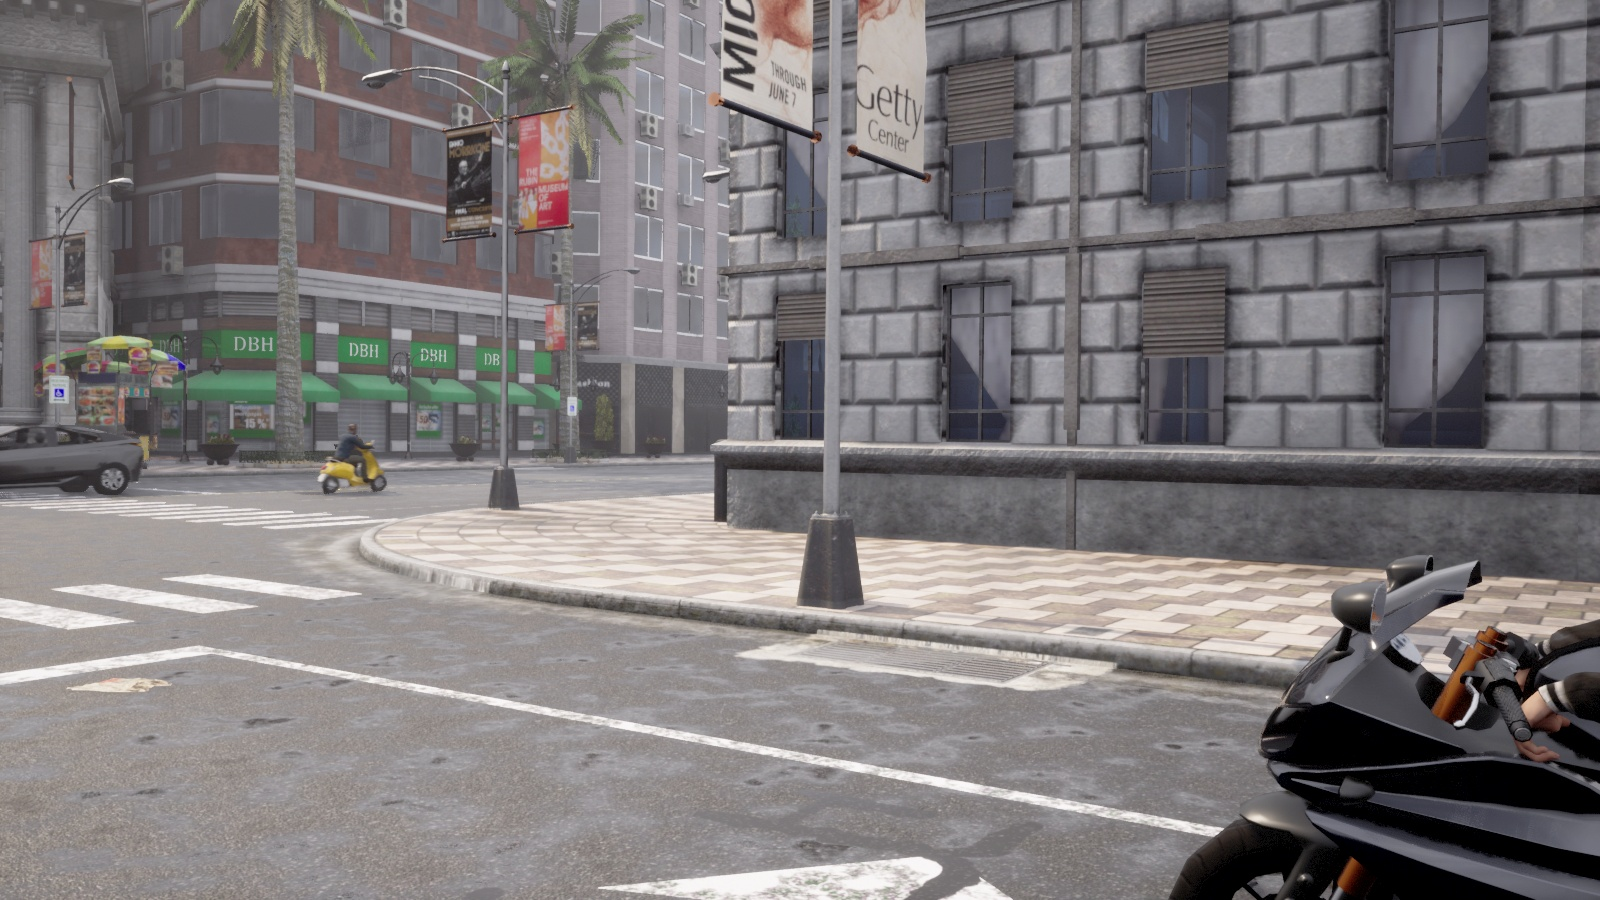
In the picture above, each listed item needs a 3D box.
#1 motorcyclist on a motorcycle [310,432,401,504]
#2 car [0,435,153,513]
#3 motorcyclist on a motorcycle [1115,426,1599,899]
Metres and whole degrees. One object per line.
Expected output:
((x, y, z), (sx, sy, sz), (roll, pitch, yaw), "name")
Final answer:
((-10.153, 0.384, 28.738), (0.866, 1.590, 1.817), (0, 1, 33), "motorcyclist on a motorcycle")
((-16.228, 0.469, 26.096), (2.007, 1.525, 4.514), (0, 1, 34), "car")
((1.824, 0.717, 2.412), (2.191, 1.530, 0.866), (0, 1, 34), "motorcyclist on a motorcycle")
